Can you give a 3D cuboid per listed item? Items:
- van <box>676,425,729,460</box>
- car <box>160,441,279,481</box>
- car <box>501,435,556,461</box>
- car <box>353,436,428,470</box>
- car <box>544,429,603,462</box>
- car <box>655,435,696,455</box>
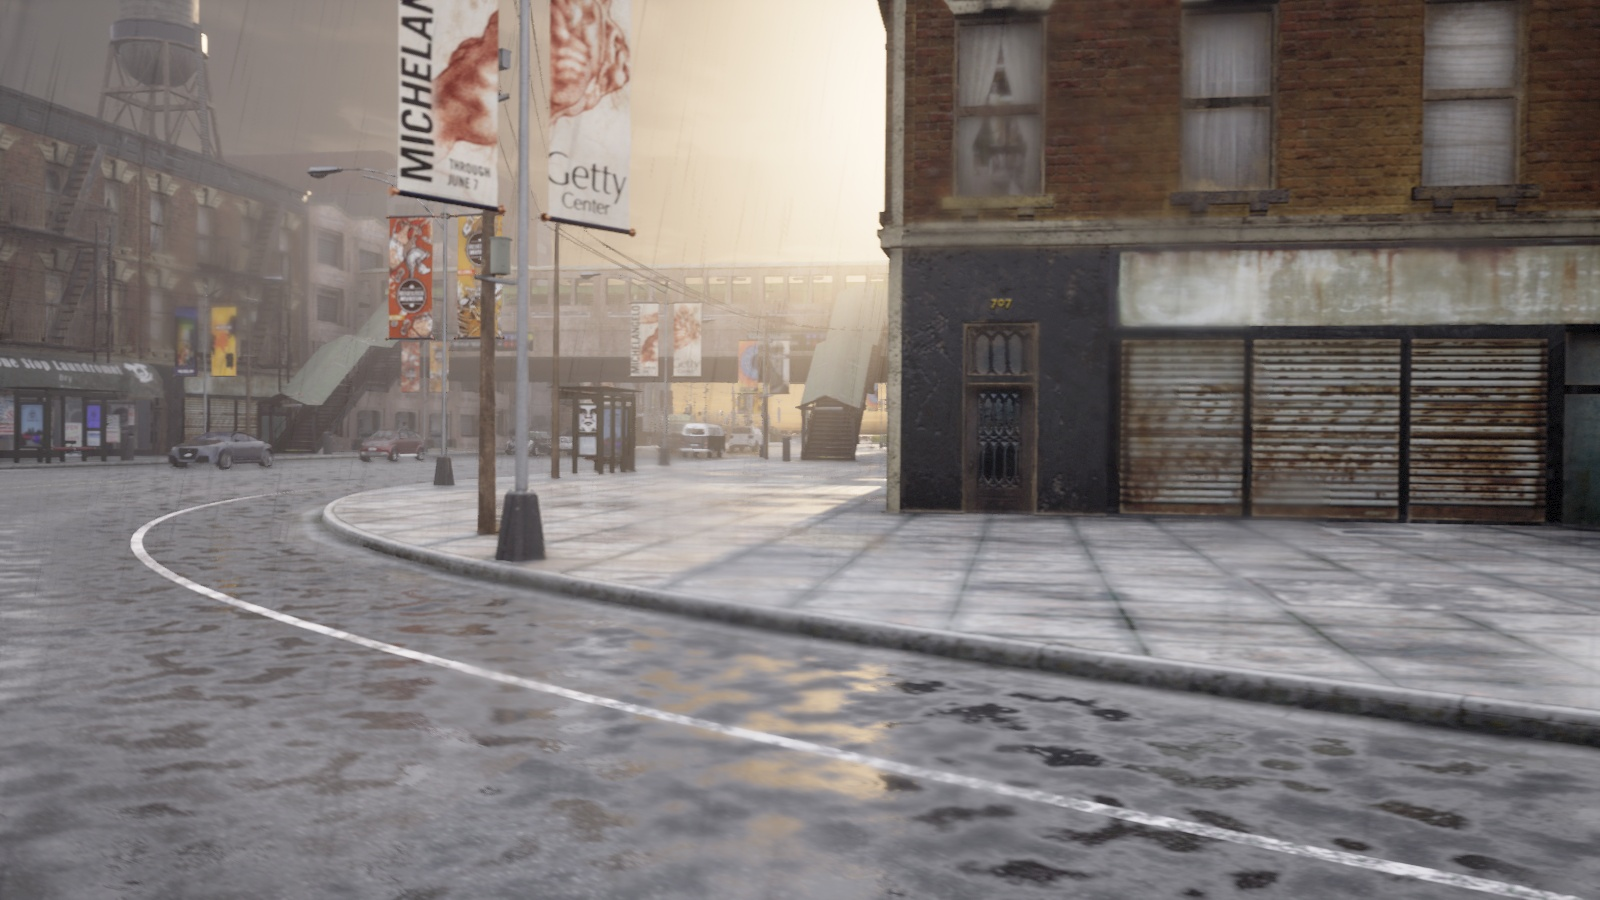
[{"bbox_3d":[-5.837,-0.471,75.778,2.069,2.038,4.480,0,1,10],"label":"van"},{"bbox_3d":[-21.696,0.374,47.108,1.994,1.385,4.181,0,1,10],"label":"car"},{"bbox_3d":[-16.438,-0.143,76.157,1.970,1.475,3.806,0,1,10],"label":"car"},{"bbox_3d":[-19.415,0.108,59.688,1.789,1.549,3.705,0,1,11],"label":"car"},{"bbox_3d":[-13.286,-0.290,73.923,1.932,1.855,4.605,0,1,10],"label":"car"},{"bbox_3d":[-9.371,-0.405,94.915,1.837,1.490,4.892,0,1,11],"label":"car"}]
